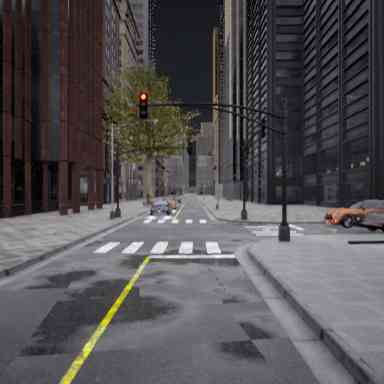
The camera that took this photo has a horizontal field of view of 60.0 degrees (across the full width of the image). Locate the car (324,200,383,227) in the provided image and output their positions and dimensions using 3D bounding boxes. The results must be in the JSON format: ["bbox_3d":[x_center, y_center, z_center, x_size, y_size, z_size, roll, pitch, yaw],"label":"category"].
[{"bbox_3d":[10.860,1.310,21.148,4.553,1.767,2.097,0,0,0],"label":"car"}]

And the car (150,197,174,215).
[{"bbox_3d":[-3.074,1.531,33.471,1.812,1.442,4.674,0,0,0],"label":"car"}]

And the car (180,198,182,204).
[{"bbox_3d":[-2.999,1.561,62.804,1.837,1.490,4.892,0,-1,1],"label":"car"}]

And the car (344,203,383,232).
[{"bbox_3d":[11.538,1.491,18.048,5.357,1.411,2.033,0,0,0],"label":"car"}]

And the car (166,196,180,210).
[{"bbox_3d":[-3.066,1.365,43.157,2.097,1.767,4.553,0,0,0],"label":"car"}]
